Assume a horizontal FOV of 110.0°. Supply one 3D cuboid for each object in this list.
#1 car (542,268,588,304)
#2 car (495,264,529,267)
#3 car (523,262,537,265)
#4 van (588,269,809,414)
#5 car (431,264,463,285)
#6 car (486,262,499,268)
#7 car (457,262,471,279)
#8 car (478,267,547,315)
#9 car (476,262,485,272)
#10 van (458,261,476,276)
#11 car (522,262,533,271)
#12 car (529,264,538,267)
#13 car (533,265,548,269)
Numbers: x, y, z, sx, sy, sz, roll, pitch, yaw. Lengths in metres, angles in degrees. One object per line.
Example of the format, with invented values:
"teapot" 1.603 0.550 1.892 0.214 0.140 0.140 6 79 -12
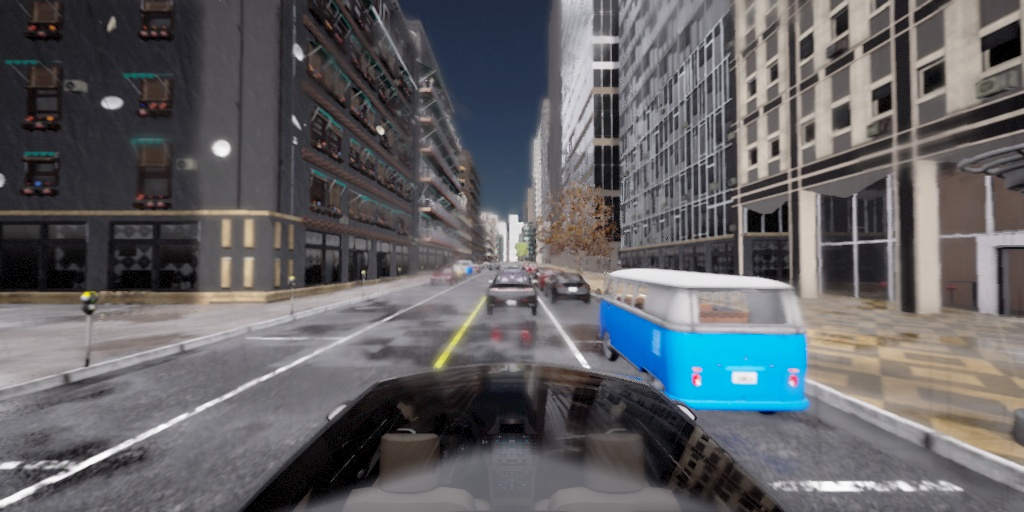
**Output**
"car" 2.561 1.456 17.117 1.948 1.339 4.313 0 0 0
"car" 0.018 1.528 27.107 2.033 1.411 5.357 0 0 1
"car" 2.550 1.585 45.379 1.967 1.591 4.097 0 0 0
"van" 2.565 1.128 5.812 1.690 1.789 3.998 0 0 0
"car" -5.324 1.576 28.683 1.802 1.307 4.207 0 0 0
"car" -2.827 1.776 59.484 1.837 1.490 4.892 0 -1 0
"car" -5.326 1.571 34.159 1.751 1.417 4.829 0 0 0
"car" 0.037 1.353 14.139 2.128 1.511 4.902 0 -1 1
"car" -5.333 1.779 51.268 1.802 1.307 4.207 0 0 0
"van" -5.328 1.437 39.975 1.690 1.789 3.998 0 0 0
"car" 2.727 1.846 64.842 1.812 1.442 4.674 0 -1 0
"car" 2.557 1.558 28.422 1.948 1.339 4.313 0 0 0
"car" 2.559 1.486 22.769 1.888 1.381 4.507 0 0 0
